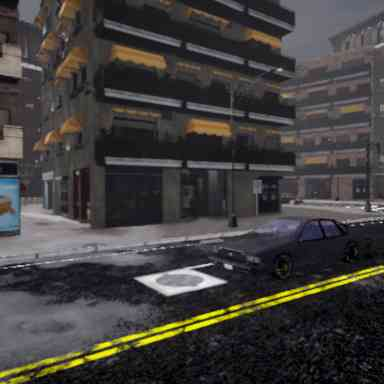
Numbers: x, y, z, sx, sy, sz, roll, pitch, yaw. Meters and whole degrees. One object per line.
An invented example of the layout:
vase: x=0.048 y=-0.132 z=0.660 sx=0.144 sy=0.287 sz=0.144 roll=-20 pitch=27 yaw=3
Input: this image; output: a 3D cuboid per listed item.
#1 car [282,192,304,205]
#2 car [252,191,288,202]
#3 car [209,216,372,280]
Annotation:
car: x=9.846 y=0.730 z=35.917 sx=4.403 sy=1.369 sz=2.008 roll=1 pitch=0 yaw=38
car: x=10.754 y=0.539 z=45.894 sx=4.403 sy=1.369 sz=2.008 roll=1 pitch=0 yaw=38
car: x=3.100 y=1.429 z=9.743 sx=5.357 sy=1.411 sz=2.033 roll=-1 pitch=1 yaw=-34
